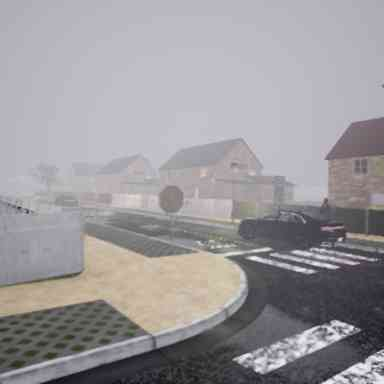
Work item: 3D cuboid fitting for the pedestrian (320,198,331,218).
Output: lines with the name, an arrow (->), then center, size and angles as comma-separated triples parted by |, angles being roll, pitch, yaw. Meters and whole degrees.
pedestrian -> 6.413, 1.209, 16.061 | 0.375, 1.860, 0.375 | 3, -2, -36

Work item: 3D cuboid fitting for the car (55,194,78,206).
car -> -15.802, 0.981, 41.840 | 1.994, 1.385, 4.181 | 1, 0, -36

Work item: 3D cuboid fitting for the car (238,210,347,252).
car -> 4.089, 1.502, 14.298 | 2.128, 1.511, 4.902 | 1, 0, -36
